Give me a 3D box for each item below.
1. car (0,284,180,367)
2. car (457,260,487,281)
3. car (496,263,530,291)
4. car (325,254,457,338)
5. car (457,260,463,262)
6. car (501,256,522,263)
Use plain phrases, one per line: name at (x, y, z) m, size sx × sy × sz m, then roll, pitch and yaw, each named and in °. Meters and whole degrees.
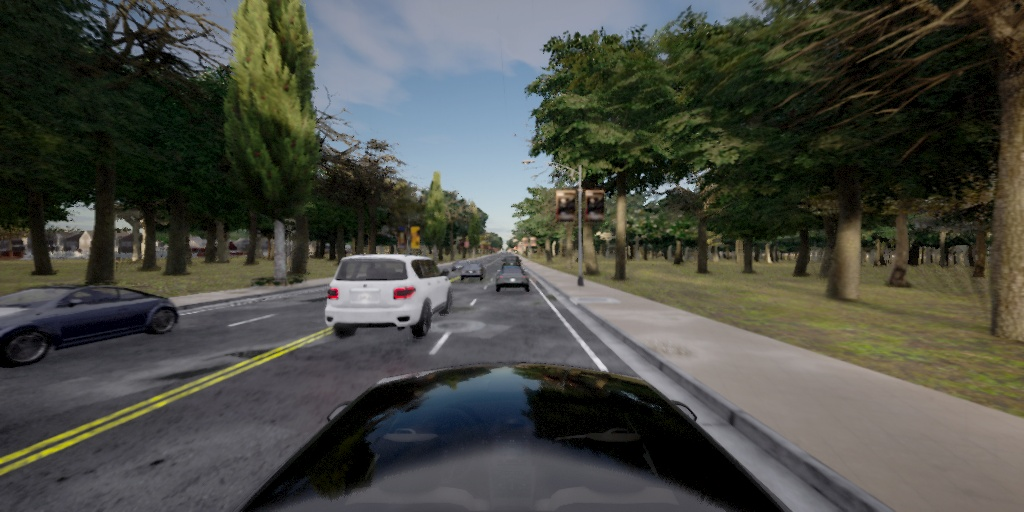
car at (-9.865, 1.335, 7.806) m, size 1.994 × 1.385 × 4.181 m, roll 0°, pitch 0°, yaw 0°
car at (-3.240, 1.308, 30.660) m, size 2.033 × 1.411 × 5.357 m, roll 0°, pitch 0°, yaw 0°
car at (0.037, 1.315, 22.062) m, size 1.994 × 1.385 × 4.181 m, roll 0°, pitch 0°, yaw 0°
car at (-3.172, 0.978, 10.396) m, size 2.150 × 2.045 × 5.566 m, roll 0°, pitch 0°, yaw 0°
car at (-6.651, 1.265, 46.653) m, size 2.128 × 1.511 × 4.902 m, roll 0°, pitch 0°, yaw 0°
car at (-0.023, 0.979, 40.882) m, size 2.150 × 2.045 × 5.566 m, roll 0°, pitch 0°, yaw 0°
